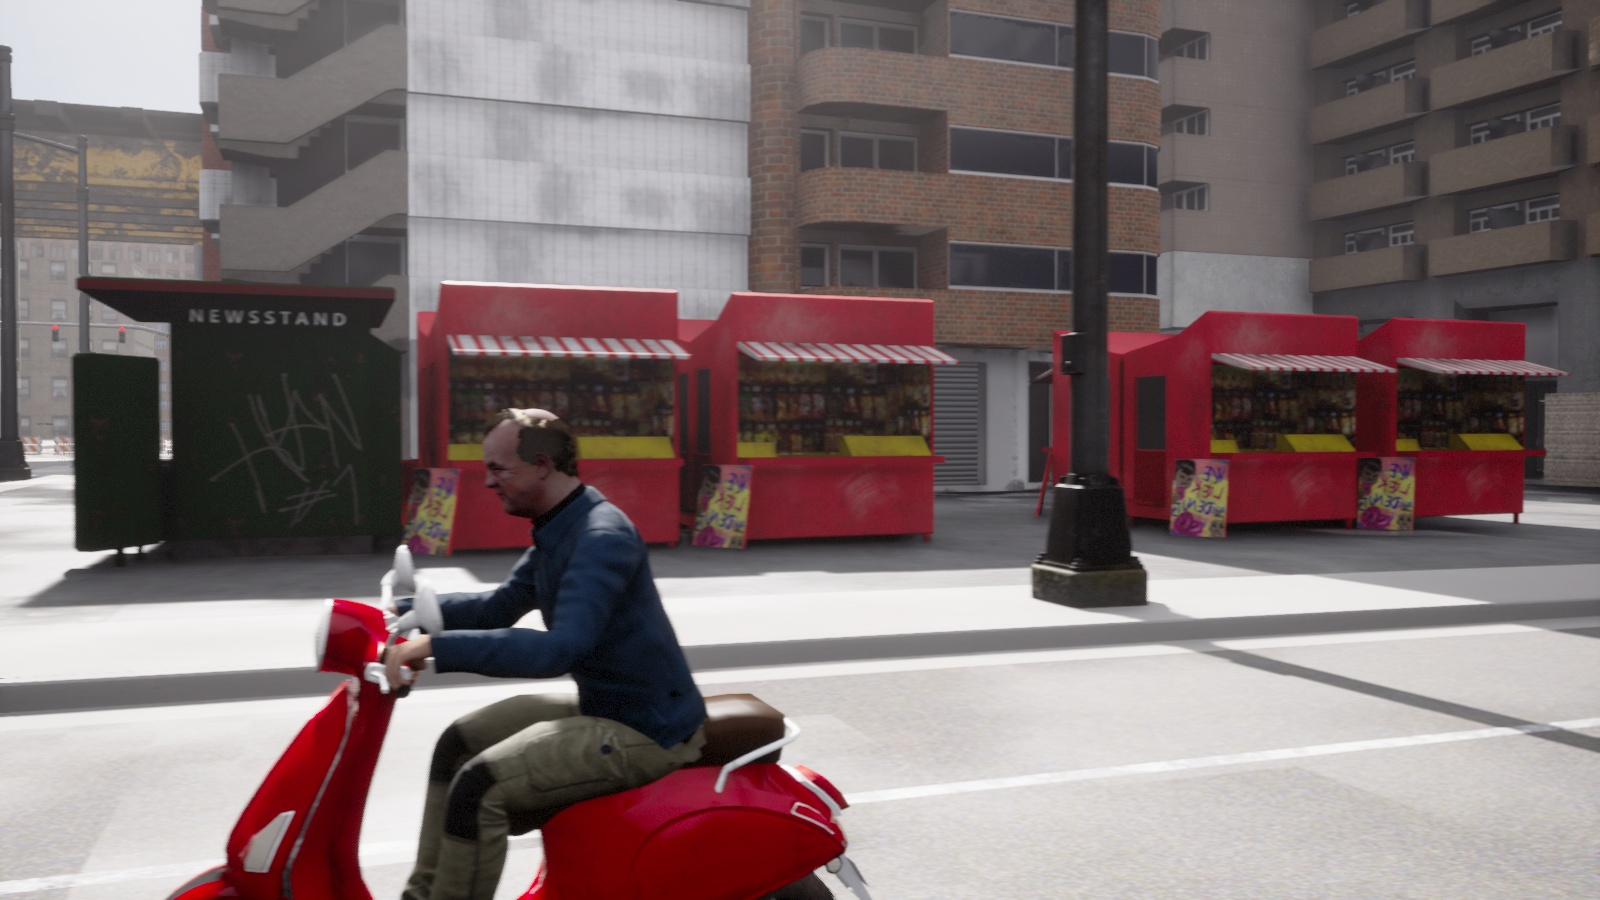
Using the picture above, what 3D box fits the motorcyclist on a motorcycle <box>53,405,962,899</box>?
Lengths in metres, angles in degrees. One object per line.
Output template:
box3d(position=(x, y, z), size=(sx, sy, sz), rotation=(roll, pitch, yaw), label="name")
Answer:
box3d(position=(-0.632, 0.709, 3.000), size=(1.817, 1.590, 0.866), rotation=(-2, 1, -21), label="motorcyclist on a motorcycle")
